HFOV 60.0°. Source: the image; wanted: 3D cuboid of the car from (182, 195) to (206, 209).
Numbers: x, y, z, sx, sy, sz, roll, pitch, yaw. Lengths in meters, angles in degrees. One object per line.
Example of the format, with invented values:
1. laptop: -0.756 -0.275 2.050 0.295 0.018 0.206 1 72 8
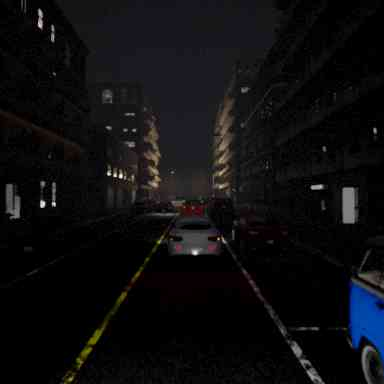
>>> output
1. car: 0.089 1.441 31.955 2.097 1.767 4.553 0 0 0

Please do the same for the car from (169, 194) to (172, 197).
1. car: -5.691 1.827 91.703 1.947 1.339 4.313 1 0 0

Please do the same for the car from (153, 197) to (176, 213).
1. car: -3.104 1.655 38.421 2.033 1.411 5.357 0 0 0

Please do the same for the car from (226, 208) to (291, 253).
1. car: 2.699 1.583 13.668 1.887 1.381 4.507 1 0 0

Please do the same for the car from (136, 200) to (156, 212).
1. car: -5.685 1.698 41.562 1.802 1.307 4.206 1 0 0

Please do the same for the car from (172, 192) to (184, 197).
1. car: -3.010 1.064 78.973 2.150 2.045 5.566 0 0 0

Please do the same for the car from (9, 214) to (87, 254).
1. car: -5.682 1.604 13.707 1.947 1.339 4.313 1 0 0

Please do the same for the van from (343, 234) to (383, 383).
1. van: 2.703 1.349 2.528 1.690 1.788 3.998 1 0 0

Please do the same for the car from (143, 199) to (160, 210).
1. car: -5.686 1.714 47.133 1.802 1.307 4.206 1 0 0

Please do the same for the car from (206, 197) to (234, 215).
1. car: 2.700 1.400 30.382 2.192 1.841 5.009 1 0 0

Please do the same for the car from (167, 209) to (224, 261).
1. car: 0.083 1.560 12.227 1.812 1.442 4.674 0 0 0

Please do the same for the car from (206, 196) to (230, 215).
1. car: 2.699 1.416 35.952 2.192 1.841 5.009 1 0 0

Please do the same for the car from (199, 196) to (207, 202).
1. car: 2.691 1.755 80.691 1.752 1.417 4.829 1 0 0

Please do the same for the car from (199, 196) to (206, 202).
1. car: 2.690 1.827 86.093 1.802 1.307 4.206 1 0 0

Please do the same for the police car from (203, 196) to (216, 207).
1. police car: 2.991 1.585 56.541 1.930 1.638 5.238 0 0 0

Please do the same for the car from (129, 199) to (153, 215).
1. car: -5.684 1.645 35.992 1.887 1.381 4.507 1 0 0
